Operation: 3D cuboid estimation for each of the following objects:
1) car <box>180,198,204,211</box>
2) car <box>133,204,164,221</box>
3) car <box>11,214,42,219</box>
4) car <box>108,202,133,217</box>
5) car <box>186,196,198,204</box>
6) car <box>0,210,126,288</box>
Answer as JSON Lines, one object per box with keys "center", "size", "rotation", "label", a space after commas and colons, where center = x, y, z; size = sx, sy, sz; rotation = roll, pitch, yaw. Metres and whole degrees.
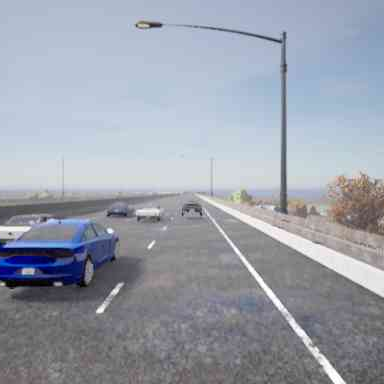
{"center": [-0.005, 1.305, 29.948], "size": [1.837, 1.490, 4.892], "rotation": [0, 0, 0], "label": "car"}
{"center": [-3.405, 1.683, 27.919], "size": [1.895, 1.301, 4.718], "rotation": [0, 0, 0], "label": "car"}
{"center": [-6.902, 1.646, 14.925], "size": [1.895, 1.301, 4.718], "rotation": [0, 0, 0], "label": "car"}
{"center": [-6.906, 1.659, 32.535], "size": [1.994, 1.385, 4.181], "rotation": [0, 0, 0], "label": "car"}
{"center": [-0.011, 1.426, 60.735], "size": [2.033, 1.411, 5.357], "rotation": [0, 0, 0], "label": "car"}
{"center": [-3.401, 1.506, 9.380], "size": [1.882, 1.535, 5.008], "rotation": [0, 0, 0], "label": "car"}
